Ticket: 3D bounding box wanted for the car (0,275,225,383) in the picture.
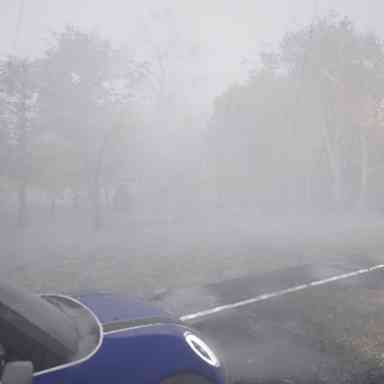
[{"bbox_3d":[-1.897,1.353,2.389,4.553,1.767,2.097,0,0,-36],"label":"car"}]
